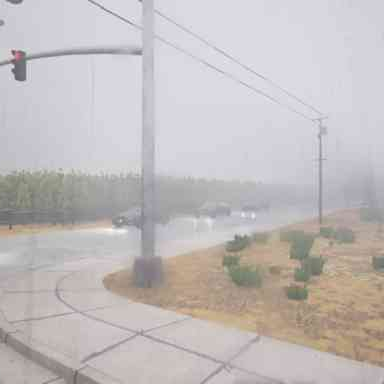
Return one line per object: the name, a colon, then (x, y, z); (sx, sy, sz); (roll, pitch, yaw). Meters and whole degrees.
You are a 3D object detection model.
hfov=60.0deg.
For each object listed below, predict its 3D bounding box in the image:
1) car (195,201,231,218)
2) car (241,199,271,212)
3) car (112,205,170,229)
car: (2.040, 1.559, 30.580); (1.812, 1.442, 4.674); (0, 0, 33)
car: (7.684, 1.580, 39.351); (2.033, 1.411, 5.357); (0, 0, 33)
car: (-3.335, 1.597, 22.265); (1.994, 1.385, 4.181); (0, 0, 33)
